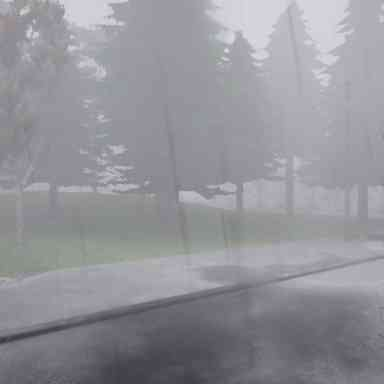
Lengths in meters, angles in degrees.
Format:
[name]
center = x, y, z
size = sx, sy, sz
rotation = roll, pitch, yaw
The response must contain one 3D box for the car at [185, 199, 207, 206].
[car]
center = 0.734, 1.941, 62.149
size = 1.895, 1.301, 4.718
rotation = 1, 0, -35
